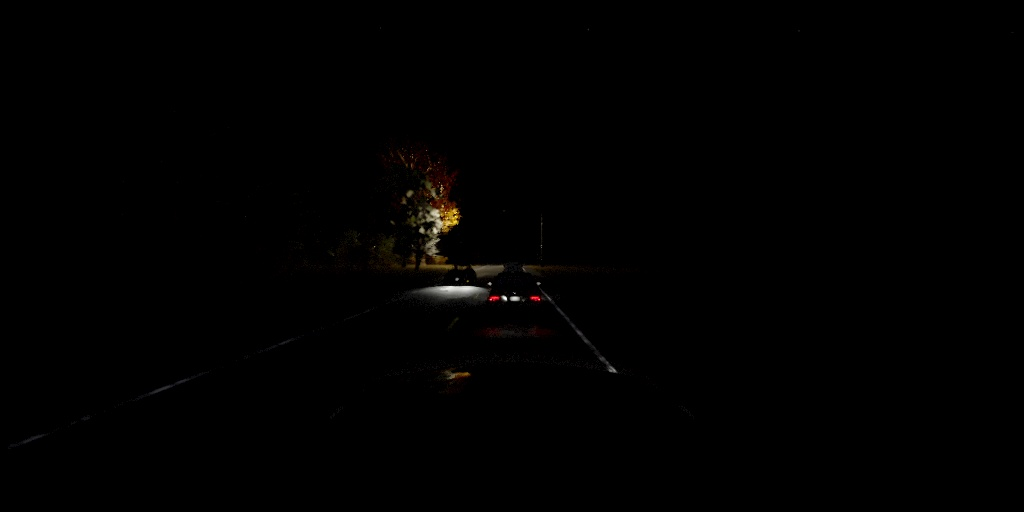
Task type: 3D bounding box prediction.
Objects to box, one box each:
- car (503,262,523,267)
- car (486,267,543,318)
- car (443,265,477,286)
[{"bbox_3d":[0.114,1.285,34.579,1.812,1.442,4.674,0,0,0],"label":"car"},{"bbox_3d":[0.085,1.300,13.016,2.033,1.411,5.357,0,0,0],"label":"car"},{"bbox_3d":[-3.588,1.320,25.396,1.994,1.385,4.181,0,0,0],"label":"car"}]
